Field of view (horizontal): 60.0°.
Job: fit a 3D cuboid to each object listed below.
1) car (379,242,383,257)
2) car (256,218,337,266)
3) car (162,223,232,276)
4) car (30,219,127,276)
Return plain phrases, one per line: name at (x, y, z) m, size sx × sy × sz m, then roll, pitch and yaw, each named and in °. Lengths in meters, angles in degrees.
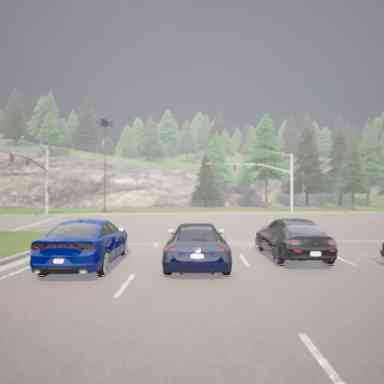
car at (7.127, 1.659, 8.592) m, size 2.033 × 1.411 × 5.357 m, roll 0°, pitch -1°, yaw 1°
car at (3.618, 1.679, 12.089) m, size 1.812 × 1.442 × 4.674 m, roll 0°, pitch -1°, yaw -1°
car at (0.145, 1.699, 10.803) m, size 1.994 × 1.385 × 4.181 m, roll 0°, pitch -1°, yaw 0°
car at (-3.381, 1.613, 10.850) m, size 1.882 × 1.535 × 5.008 m, roll 0°, pitch -1°, yaw -1°
